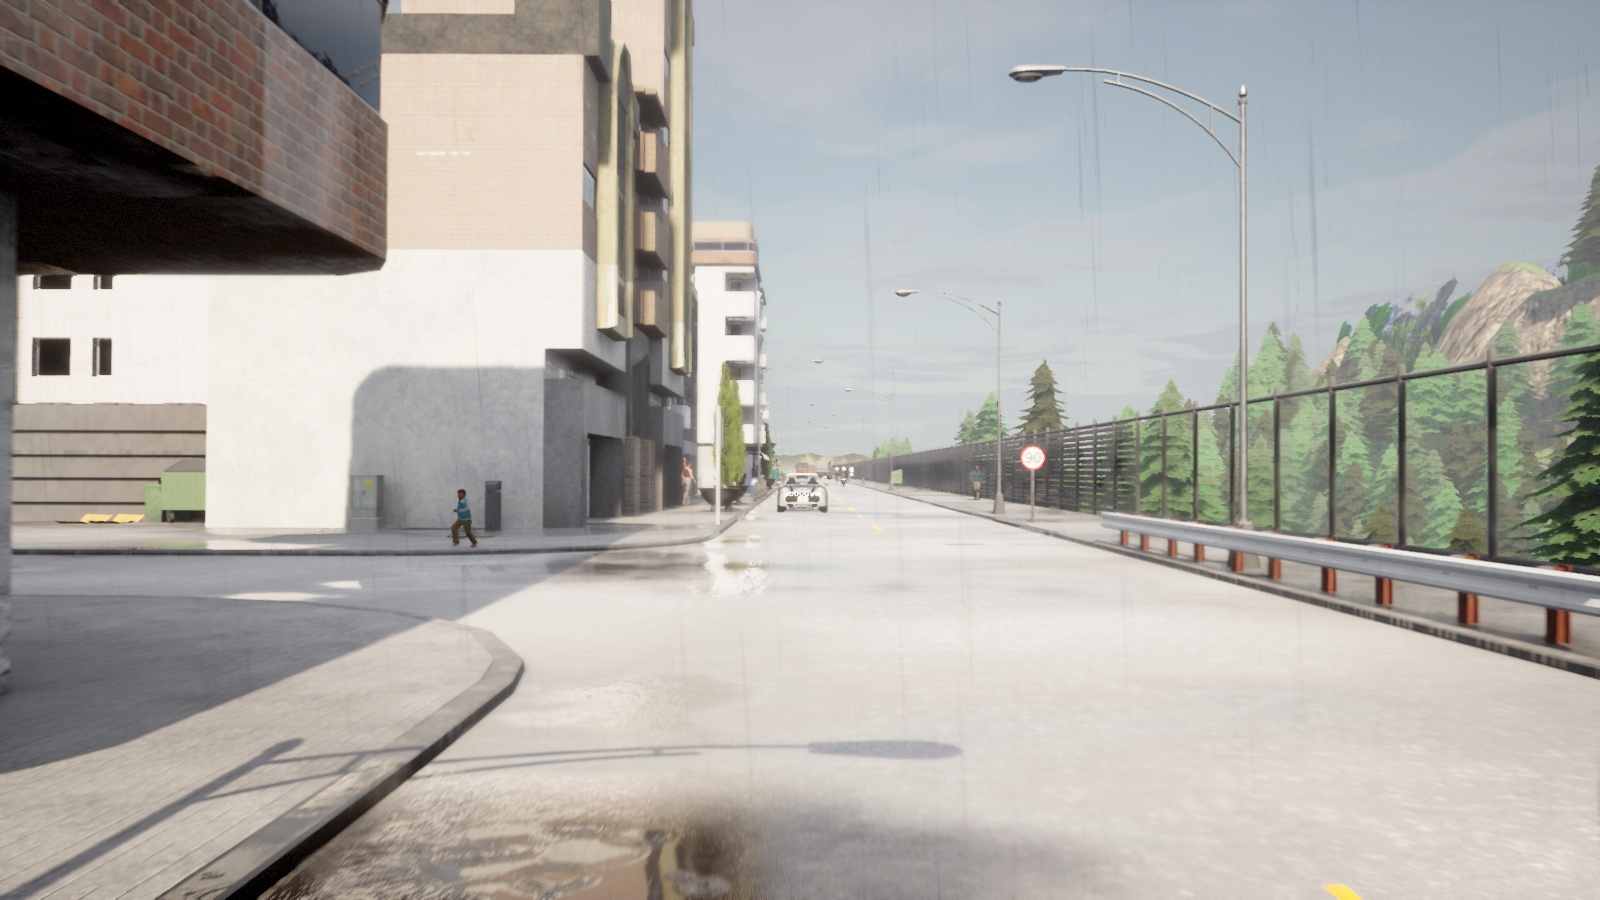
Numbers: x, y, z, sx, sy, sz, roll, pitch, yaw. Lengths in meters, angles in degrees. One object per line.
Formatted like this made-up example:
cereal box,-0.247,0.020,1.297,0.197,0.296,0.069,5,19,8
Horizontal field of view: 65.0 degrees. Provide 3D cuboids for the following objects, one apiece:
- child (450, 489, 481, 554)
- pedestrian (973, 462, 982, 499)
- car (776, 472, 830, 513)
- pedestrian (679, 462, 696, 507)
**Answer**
child,-6.236,1.320,23.398,0.343,1.192,0.448,-1,-1,38
pedestrian,8.926,1.548,63.287,0.370,1.835,0.726,0,-1,2
car,0.101,1.579,47.774,1.970,1.475,3.806,0,-1,0
pedestrian,-4.556,1.396,51.072,0.594,1.836,0.345,1,-1,-42
